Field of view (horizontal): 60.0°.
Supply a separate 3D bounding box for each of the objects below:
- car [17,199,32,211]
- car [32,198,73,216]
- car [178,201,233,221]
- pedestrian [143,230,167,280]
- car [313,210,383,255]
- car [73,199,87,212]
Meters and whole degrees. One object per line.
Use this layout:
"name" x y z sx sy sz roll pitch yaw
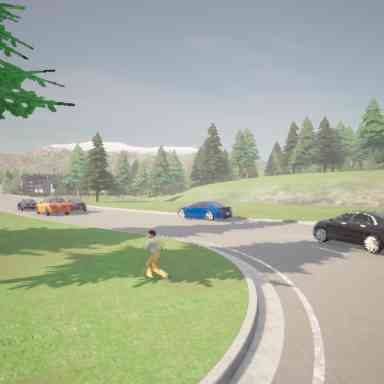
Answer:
"car" -19.924 1.547 40.348 2.033 1.411 5.357 0 0 -34
"car" -13.891 1.352 32.979 2.097 1.767 4.553 0 0 -40
"car" 0.980 1.477 27.037 5.008 1.535 1.882 0 0 45
"pedestrian" -0.850 1.421 7.722 0.375 1.300 0.375 0 0 6
"car" 6.929 1.505 13.464 1.837 1.490 4.892 1 0 -15
"car" -13.529 1.526 38.032 1.812 1.442 4.674 0 0 -38
